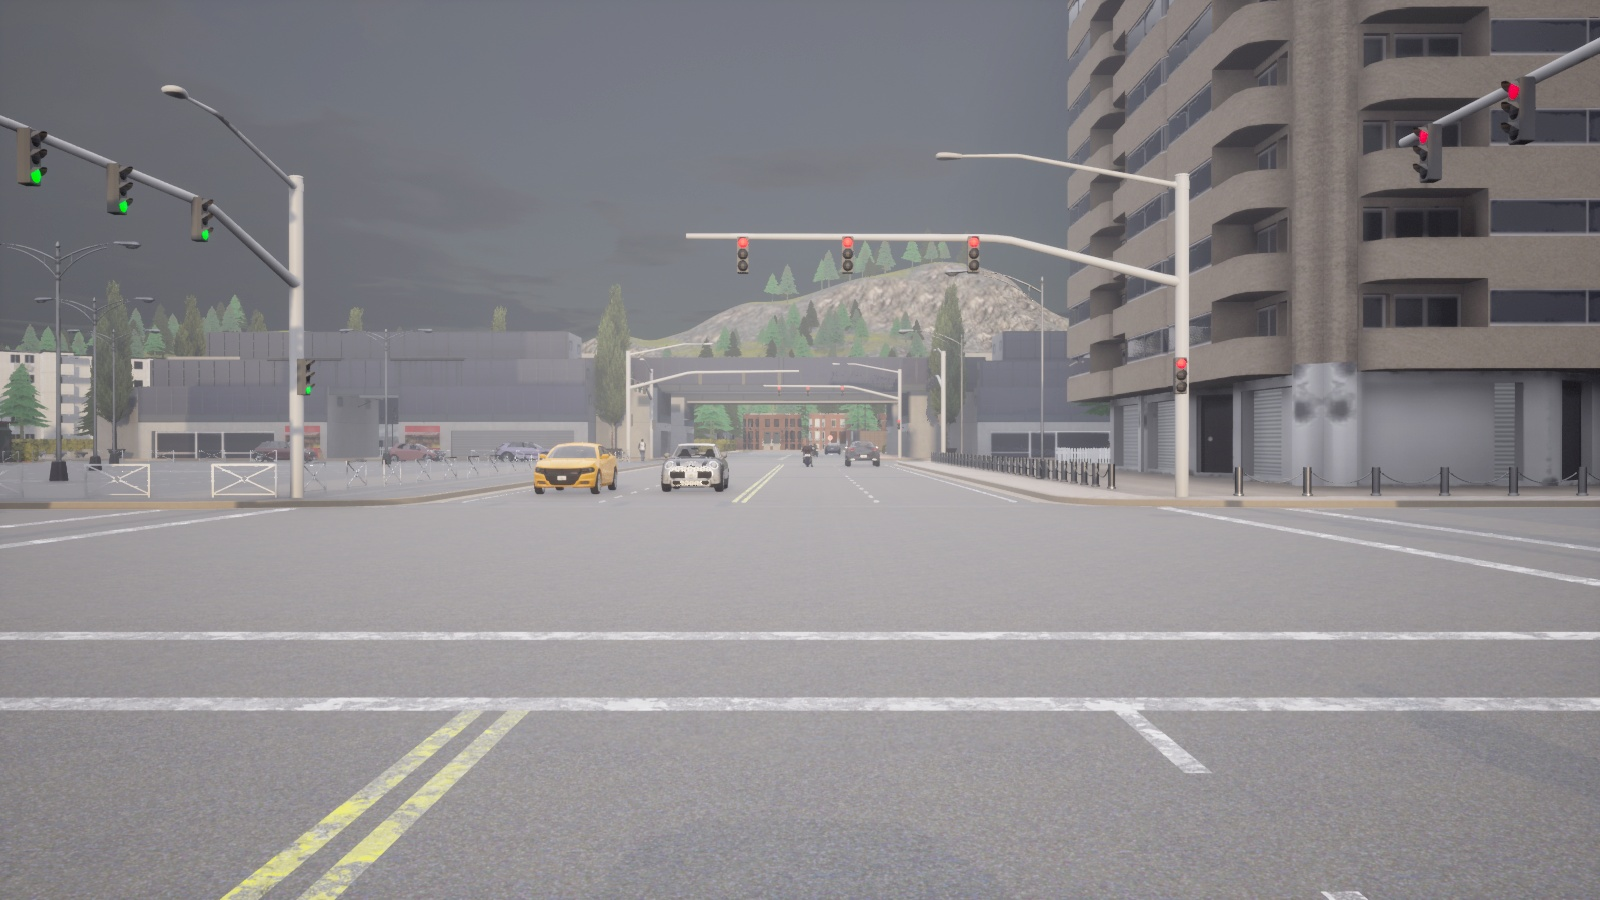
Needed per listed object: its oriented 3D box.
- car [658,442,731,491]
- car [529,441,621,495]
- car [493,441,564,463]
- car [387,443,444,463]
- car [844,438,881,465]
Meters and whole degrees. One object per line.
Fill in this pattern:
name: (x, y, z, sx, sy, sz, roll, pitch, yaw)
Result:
car: (-3.257, 0.486, 39.460, 1.970, 1.475, 3.806, 0, 0, 0)
car: (-6.764, 0.503, 38.227, 1.882, 1.535, 5.008, 0, 0, 0)
car: (-20.163, 0.133, 93.345, 4.856, 1.649, 2.033, 0, 0, 1)
car: (-28.654, 0.209, 93.600, 3.633, 1.501, 1.845, 0, 0, 2)
car: (3.982, 0.073, 80.615, 2.152, 1.651, 5.027, 0, 0, 0)
